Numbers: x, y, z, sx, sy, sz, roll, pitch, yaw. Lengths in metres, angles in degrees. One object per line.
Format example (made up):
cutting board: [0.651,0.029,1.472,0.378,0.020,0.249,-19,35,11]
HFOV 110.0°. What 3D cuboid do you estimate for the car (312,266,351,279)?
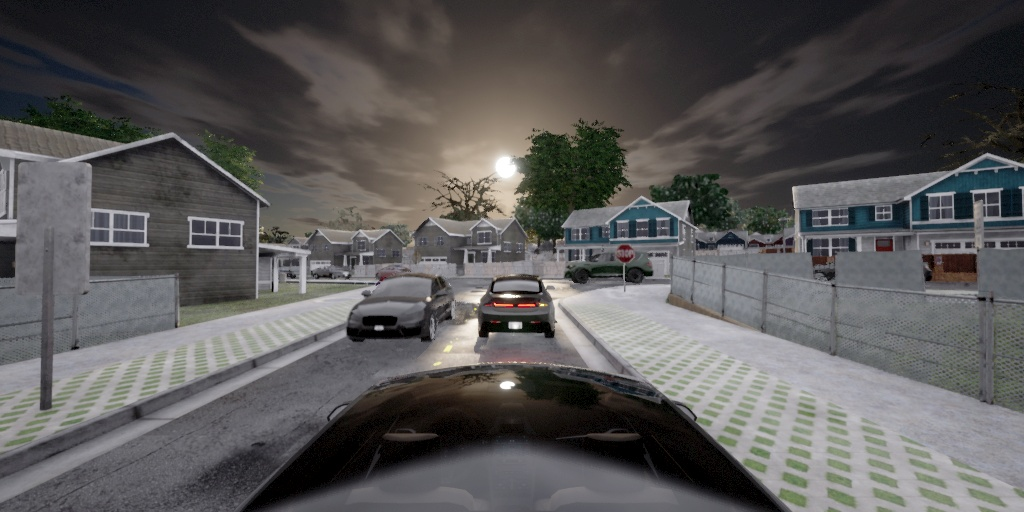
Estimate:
car: [-19.024,1.757,37.821,4.902,1.511,2.128,-2,-2,30]

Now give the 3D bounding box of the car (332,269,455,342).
car: [-2.754,1.258,9.851,1.837,1.490,4.892,0,0,0]

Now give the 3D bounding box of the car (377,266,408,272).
car: [-10.482,1.558,32.645,4.181,1.385,1.994,-2,-2,32]

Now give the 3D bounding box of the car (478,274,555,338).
car: [0.163,1.257,10.192,1.837,1.490,4.892,0,0,2]

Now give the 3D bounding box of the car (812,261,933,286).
car: [16.955,0.733,17.669,4.892,1.490,1.837,-2,-2,36]

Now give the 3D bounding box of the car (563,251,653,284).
car: [6.096,0.727,23.018,5.566,2.045,2.150,-1,-2,5]

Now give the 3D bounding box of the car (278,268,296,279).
car: [-27.725,2.105,42.831,4.181,1.385,1.994,-2,-2,30]
